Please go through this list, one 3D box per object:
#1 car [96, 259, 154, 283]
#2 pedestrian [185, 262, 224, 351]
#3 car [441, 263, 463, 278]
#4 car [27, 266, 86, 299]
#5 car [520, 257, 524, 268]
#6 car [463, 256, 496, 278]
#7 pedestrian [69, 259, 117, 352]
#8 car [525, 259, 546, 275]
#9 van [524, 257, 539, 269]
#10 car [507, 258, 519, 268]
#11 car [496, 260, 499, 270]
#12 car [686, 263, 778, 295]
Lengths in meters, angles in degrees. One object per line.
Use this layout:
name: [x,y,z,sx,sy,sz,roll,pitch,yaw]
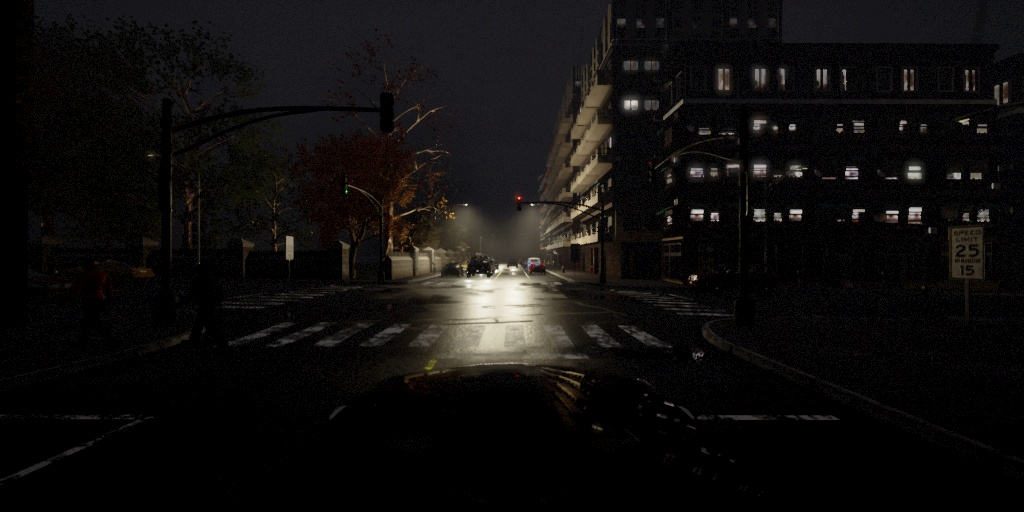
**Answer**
car: [-24.708,0.883,21.750,4.829,1.417,1.751,0,0,0]
pedestrian: [-6.412,1.043,7.494,0.375,1.860,0.375,0,0,0]
car: [-5.632,1.330,34.421,1.948,1.339,4.313,0,0,0]
car: [-18.942,1.007,13.414,4.207,1.307,1.802,0,0,0]
car: [2.789,1.230,56.927,1.967,1.591,4.097,0,0,0]
car: [-3.027,0.986,34.707,2.150,2.045,5.566,0,0,1]
pedestrian: [-8.046,0.893,6.897,0.375,1.860,0.375,0,0,0]
car: [2.759,1.314,40.036,1.888,1.381,4.507,0,0,0]
van: [2.769,1.116,45.667,1.690,1.789,3.998,0,0,0]
car: [0.109,1.304,62.711,1.837,1.490,4.892,0,0,0]
car: [-3.020,1.322,44.959,2.033,1.411,5.357,0,0,0]
car: [13.485,1.353,22.046,5.009,1.841,2.192,0,0,0]
